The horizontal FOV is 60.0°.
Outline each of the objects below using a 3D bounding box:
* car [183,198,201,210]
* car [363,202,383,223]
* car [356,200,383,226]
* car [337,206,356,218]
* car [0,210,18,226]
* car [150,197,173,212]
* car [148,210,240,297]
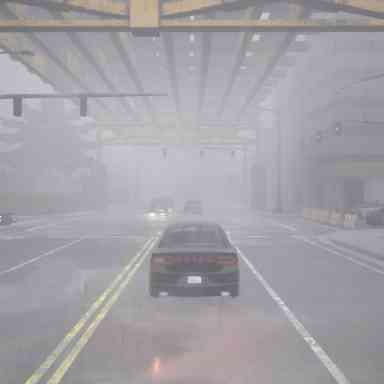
[{"bbox_3d":[0.035,1.444,36.785,2.128,1.511,4.902,0,0,0],"label":"car"},{"bbox_3d":[13.262,1.240,20.940,4.536,1.218,1.853,0,0,-20],"label":"car"},{"bbox_3d":[13.213,1.398,20.922,4.974,1.542,2.038,0,0,-20],"label":"car"},{"bbox_3d":[13.577,1.234,25.059,4.536,1.218,1.853,0,0,25],"label":"car"},{"bbox_3d":[-13.765,1.495,21.334,4.902,1.511,2.128,0,0,2],"label":"car"},{"bbox_3d":[-3.677,1.450,38.330,2.128,1.511,4.902,0,0,0],"label":"car"},{"bbox_3d":[0.051,1.468,8.617,1.882,1.535,5.008,0,0,0],"label":"car"}]
